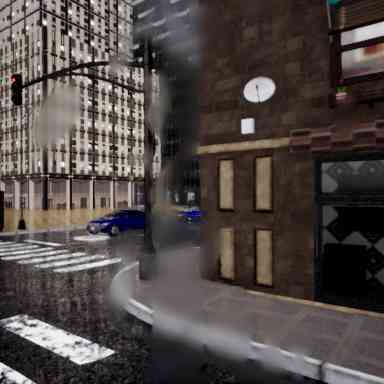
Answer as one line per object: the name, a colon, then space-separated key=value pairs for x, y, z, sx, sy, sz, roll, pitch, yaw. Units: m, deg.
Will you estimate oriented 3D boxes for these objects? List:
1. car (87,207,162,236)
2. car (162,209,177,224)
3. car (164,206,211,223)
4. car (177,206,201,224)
car: x=-4.181 y=1.770 z=20.258 sx=1.812 sy=1.442 sz=4.674 roll=-1 pitch=-1 yaw=33
car: x=-3.534 y=1.890 z=25.935 sx=2.008 sy=1.369 sz=4.403 roll=-2 pitch=-2 yaw=35
car: x=-0.330 y=1.971 z=30.490 sx=2.008 sy=1.369 sz=4.403 roll=-2 pitch=-2 yaw=35
car: x=1.240 y=1.859 z=27.974 sx=1.882 sy=1.535 sz=5.008 roll=-1 pitch=-1 yaw=35
